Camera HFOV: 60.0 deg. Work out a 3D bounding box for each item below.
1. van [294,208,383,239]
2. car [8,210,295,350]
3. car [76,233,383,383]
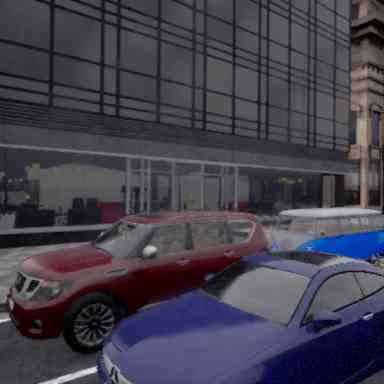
[{"bbox_3d":[3.989,1.376,9.606,3.998,1.788,1.690,0,0,-36],"label":"van"},{"bbox_3d":[-0.589,1.328,6.337,5.009,1.841,2.192,0,0,-36],"label":"car"},{"bbox_3d":[1.210,1.539,4.209,4.674,1.442,1.812,0,0,-35],"label":"car"}]
